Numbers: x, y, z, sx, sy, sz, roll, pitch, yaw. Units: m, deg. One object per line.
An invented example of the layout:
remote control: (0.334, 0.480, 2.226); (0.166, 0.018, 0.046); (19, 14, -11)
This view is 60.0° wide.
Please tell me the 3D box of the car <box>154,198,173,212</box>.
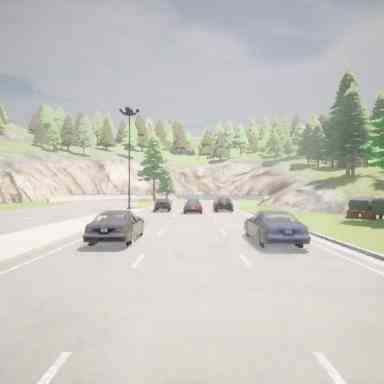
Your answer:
car: (-3.386, 1.504, 39.255); (1.837, 1.490, 4.892); (0, 0, 0)

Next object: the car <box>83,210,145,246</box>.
car: (-3.395, 1.547, 15.331); (2.033, 1.411, 5.357); (0, 0, 0)

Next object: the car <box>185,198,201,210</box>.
car: (0.166, 1.547, 44.519); (2.033, 1.411, 5.357); (0, 0, 1)

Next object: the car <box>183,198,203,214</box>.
car: (0.108, 1.564, 35.279); (1.994, 1.385, 4.181); (0, 0, 0)

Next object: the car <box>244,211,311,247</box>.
car: (3.605, 1.547, 14.919); (2.033, 1.411, 5.357); (0, 0, 0)

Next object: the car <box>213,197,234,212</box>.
car: (3.614, 1.352, 39.177); (2.097, 1.767, 4.553); (0, 0, 0)
